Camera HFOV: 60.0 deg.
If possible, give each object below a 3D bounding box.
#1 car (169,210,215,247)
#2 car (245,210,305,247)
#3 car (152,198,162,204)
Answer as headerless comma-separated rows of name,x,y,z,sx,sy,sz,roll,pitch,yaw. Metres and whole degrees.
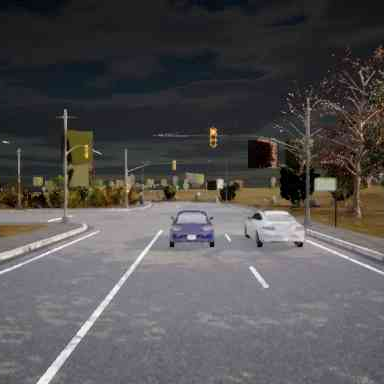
car,0.000,1.510,14.651,1.812,1.442,4.674,0,0,0
car,3.500,1.510,14.651,1.812,1.442,4.674,0,0,0
car,-8.286,2.123,79.150,1.895,1.301,4.718,0,-1,-16
